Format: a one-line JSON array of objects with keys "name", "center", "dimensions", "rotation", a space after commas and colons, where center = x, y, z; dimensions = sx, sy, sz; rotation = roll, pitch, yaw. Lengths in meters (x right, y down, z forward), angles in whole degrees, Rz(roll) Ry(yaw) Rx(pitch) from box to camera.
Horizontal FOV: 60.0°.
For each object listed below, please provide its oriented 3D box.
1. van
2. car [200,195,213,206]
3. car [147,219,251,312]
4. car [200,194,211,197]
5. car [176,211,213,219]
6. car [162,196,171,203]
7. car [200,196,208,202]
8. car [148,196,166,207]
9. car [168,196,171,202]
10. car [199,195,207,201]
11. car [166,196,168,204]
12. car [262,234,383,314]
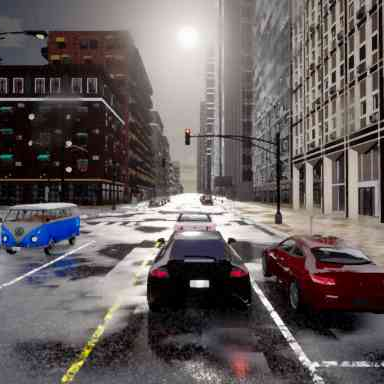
[{"name": "van", "center": [-5.750, 1.345, 13.024], "dimensions": [1.690, 1.788, 3.998], "rotation": [1, 0, 0]}, {"name": "car", "center": [2.754, 1.596, 56.589], "dimensions": [1.802, 1.307, 4.206], "rotation": [1, 0, 0]}, {"name": "car", "center": [0.112, 1.566, 7.797], "dimensions": [1.994, 1.385, 4.181], "rotation": [0, 0, -1]}, {"name": "car", "center": [2.764, 1.330, 62.244], "dimensions": [2.192, 1.841, 5.009], "rotation": [1, 0, 0]}, {"name": "car", "center": [0.111, 1.606, 16.614], "dimensions": [1.895, 1.301, 4.718], "rotation": [0, 0, 0]}, {"name": "car", "center": [-5.610, 1.598, 73.558], "dimensions": [1.802, 1.307, 4.206], "rotation": [1, 0, 0]}, {"name": "car", "center": [2.775, 1.599, 79.208], "dimensions": [1.802, 1.307, 4.206], "rotation": [1, 0, 0]}, {"name": "car", "center": [-5.631, 1.563, 50.940], "dimensions": [2.008, 1.369, 4.403], "rotation": [1, 0, 0]}, {"name": "car", "center": [-5.620, 1.580, 62.249], "dimensions": [1.947, 1.339, 4.313], "rotation": [1, 0, 0]}, {"name": "car", "center": [2.781, 1.569, 84.862], "dimensions": [2.008, 1.369, 4.403], "rotation": [1, 0, 0]}, {"name": "car", "center": [-5.625, 1.564, 56.594], "dimensions": [2.008, 1.369, 4.403], "rotation": [1, 0, 0]}, {"name": "car", "center": [2.708, 1.584, 7.332], "dimensions": [1.802, 1.307, 4.206], "rotation": [1, 0, 0]}]
